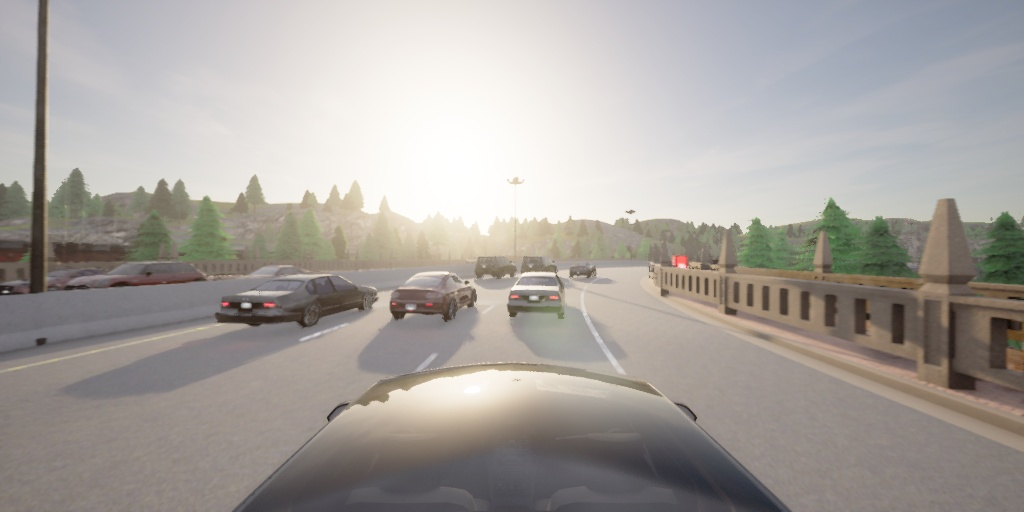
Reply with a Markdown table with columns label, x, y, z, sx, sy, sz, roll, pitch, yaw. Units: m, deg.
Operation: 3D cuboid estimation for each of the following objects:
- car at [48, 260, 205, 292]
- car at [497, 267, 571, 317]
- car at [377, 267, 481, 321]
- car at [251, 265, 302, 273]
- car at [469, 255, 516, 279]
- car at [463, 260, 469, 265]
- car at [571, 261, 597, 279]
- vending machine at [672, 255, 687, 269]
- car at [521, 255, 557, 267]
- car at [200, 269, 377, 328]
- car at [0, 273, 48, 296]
| label | x | y | z | sx | sy | sz | roll | pitch | yaw |
| --- | --- | --- | --- | --- | --- | --- | --- | --- | --- |
| car | -16.335 | 1.041 | 15.861 | 2.097 | 1.767 | 4.553 | 0 | 0 | 9 |
| car | 1.025 | 1.292 | 13.131 | 2.033 | 1.411 | 5.357 | 0 | 0 | 9 |
| car | -2.552 | 1.259 | 12.335 | 1.812 | 1.442 | 4.674 | 0 | 0 | 7 |
| car | -12.340 | 1.231 | 18.704 | 1.812 | 1.442 | 4.674 | 0 | 0 | 11 |
| car | -1.394 | 0.959 | 31.885 | 2.150 | 2.045 | 5.566 | 0 | 0 | 20 |
| car | -5.268 | 1.002 | 56.324 | 2.150 | 2.045 | 5.566 | 0 | 0 | 32 |
| car | 6.606 | 1.235 | 33.093 | 2.128 | 1.511 | 4.902 | 0 | 0 | 22 |
| vending machine | 11.767 | 0.947 | 25.061 | 1.100 | 2.100 | 0.880 | 0 | 0 | 18 |
| car | 2.479 | 0.963 | 32.296 | 2.150 | 2.045 | 5.566 | 0 | 0 | 20 |
| car | -6.248 | 1.268 | 11.310 | 2.033 | 1.411 | 5.357 | 0 | 0 | 7 |
| car | -19.812 | 1.241 | 16.221 | 1.994 | 1.385 | 4.181 | 0 | 0 | 9 |
